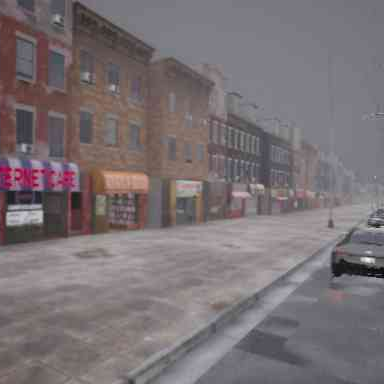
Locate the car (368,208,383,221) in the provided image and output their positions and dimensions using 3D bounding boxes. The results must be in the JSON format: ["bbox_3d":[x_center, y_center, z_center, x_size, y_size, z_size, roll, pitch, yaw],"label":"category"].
[{"bbox_3d":[14.421,2.182,25.057,1.895,1.301,4.718,1,0,31],"label":"car"}]

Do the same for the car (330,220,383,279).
[{"bbox_3d":[5.658,1.797,10.464,1.994,1.385,4.181,1,0,31],"label":"car"}]

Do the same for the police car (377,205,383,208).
[{"bbox_3d":[23.389,2.364,40.181,1.930,1.638,5.238,1,0,31],"label":"police car"}]
